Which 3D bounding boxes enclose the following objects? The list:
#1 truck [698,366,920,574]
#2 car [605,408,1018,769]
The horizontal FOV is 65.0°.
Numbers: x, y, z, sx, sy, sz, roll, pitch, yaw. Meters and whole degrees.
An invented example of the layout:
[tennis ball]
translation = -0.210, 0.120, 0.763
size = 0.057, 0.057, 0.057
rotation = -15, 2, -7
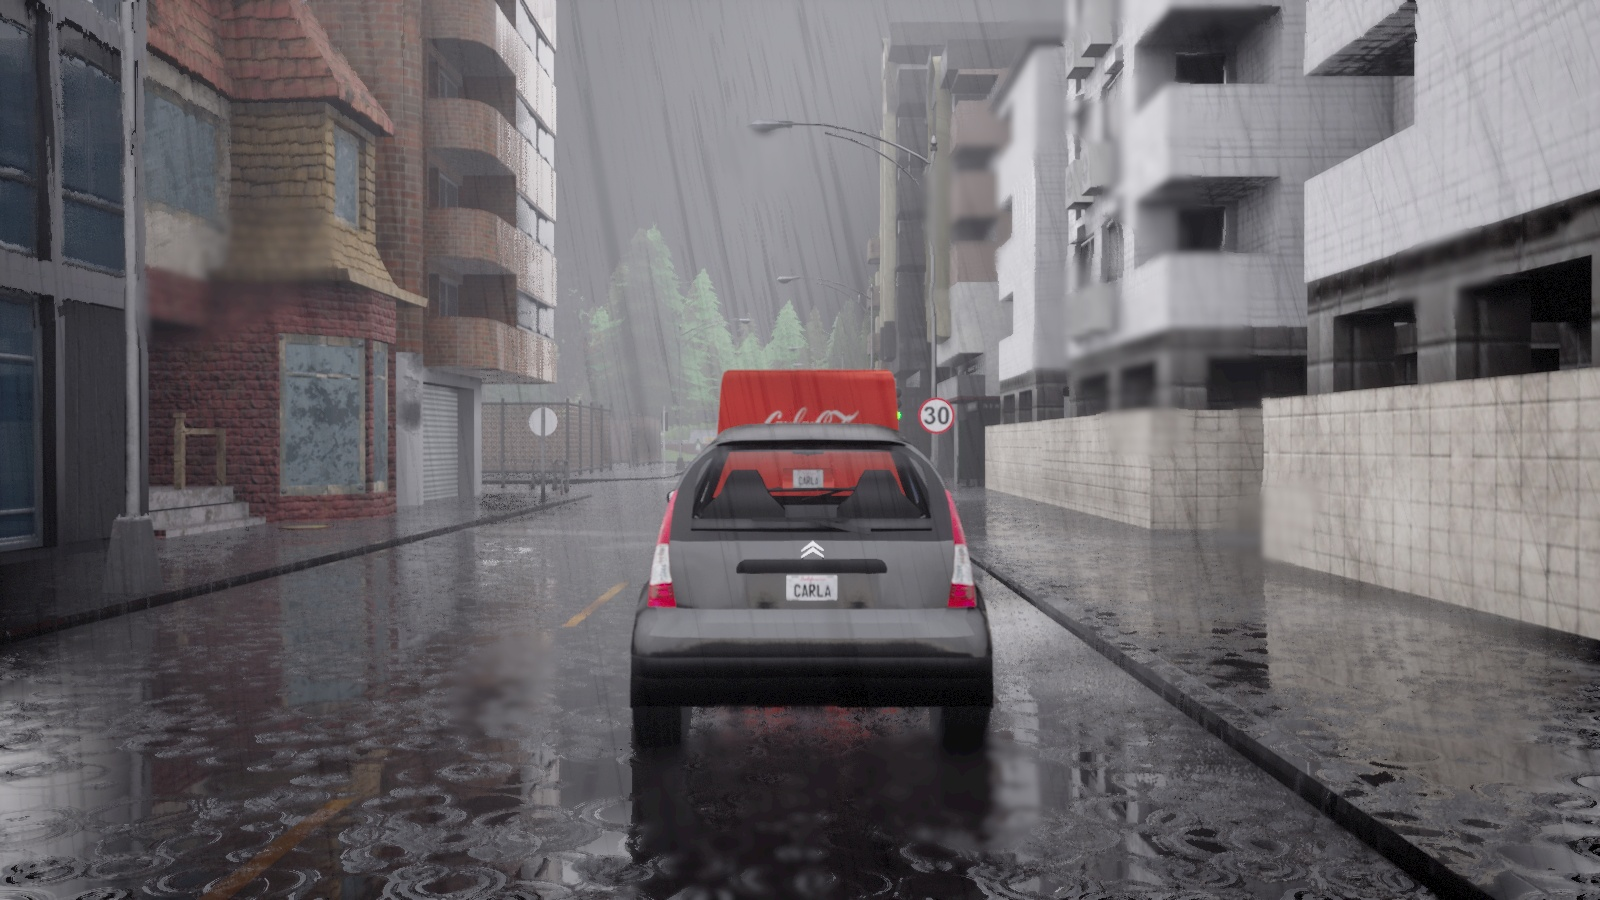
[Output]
[truck]
translation = 0.115, 0.186, 17.520
size = 2.627, 2.467, 5.204
rotation = 0, 1, 0
[car]
translation = 0.059, 0.608, 7.617
size = 1.851, 1.617, 3.988
rotation = 0, 0, 0
